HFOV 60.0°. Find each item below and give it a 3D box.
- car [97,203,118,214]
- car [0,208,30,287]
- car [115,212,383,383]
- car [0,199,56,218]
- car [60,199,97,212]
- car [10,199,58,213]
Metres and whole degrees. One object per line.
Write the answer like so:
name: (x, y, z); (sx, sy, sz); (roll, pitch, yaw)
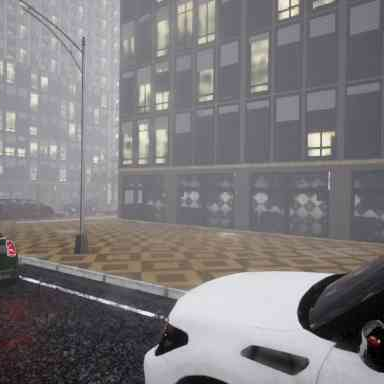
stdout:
car: (-8.417, 1.829, 39.444); (1.752, 1.417, 4.829); (1, 0, 36)
car: (-6.237, 1.348, 8.106); (4.553, 1.767, 2.097); (0, 0, 35)
car: (2.232, 1.222, 2.091); (5.566, 2.045, 2.150); (0, 0, 36)
car: (-15.199, 1.518, 30.221); (2.192, 1.841, 5.009); (1, 0, 36)
car: (-14.026, 1.701, 41.575); (1.837, 1.490, 4.892); (1, 0, 36)
car: (-18.712, 1.641, 39.590); (1.752, 1.417, 4.829); (1, 0, 36)
